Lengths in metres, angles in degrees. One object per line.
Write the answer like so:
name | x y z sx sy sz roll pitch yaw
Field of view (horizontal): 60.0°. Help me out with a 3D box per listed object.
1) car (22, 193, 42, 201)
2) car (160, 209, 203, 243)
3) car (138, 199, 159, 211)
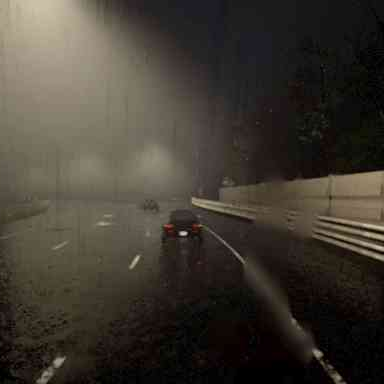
car | -40.572 1.458 84.310 5.008 1.535 1.882 0 0 43
car | -0.529 1.528 15.896 1.812 1.442 4.674 0 0 -5
car | -5.407 1.546 40.872 2.033 1.411 5.357 0 0 -18
